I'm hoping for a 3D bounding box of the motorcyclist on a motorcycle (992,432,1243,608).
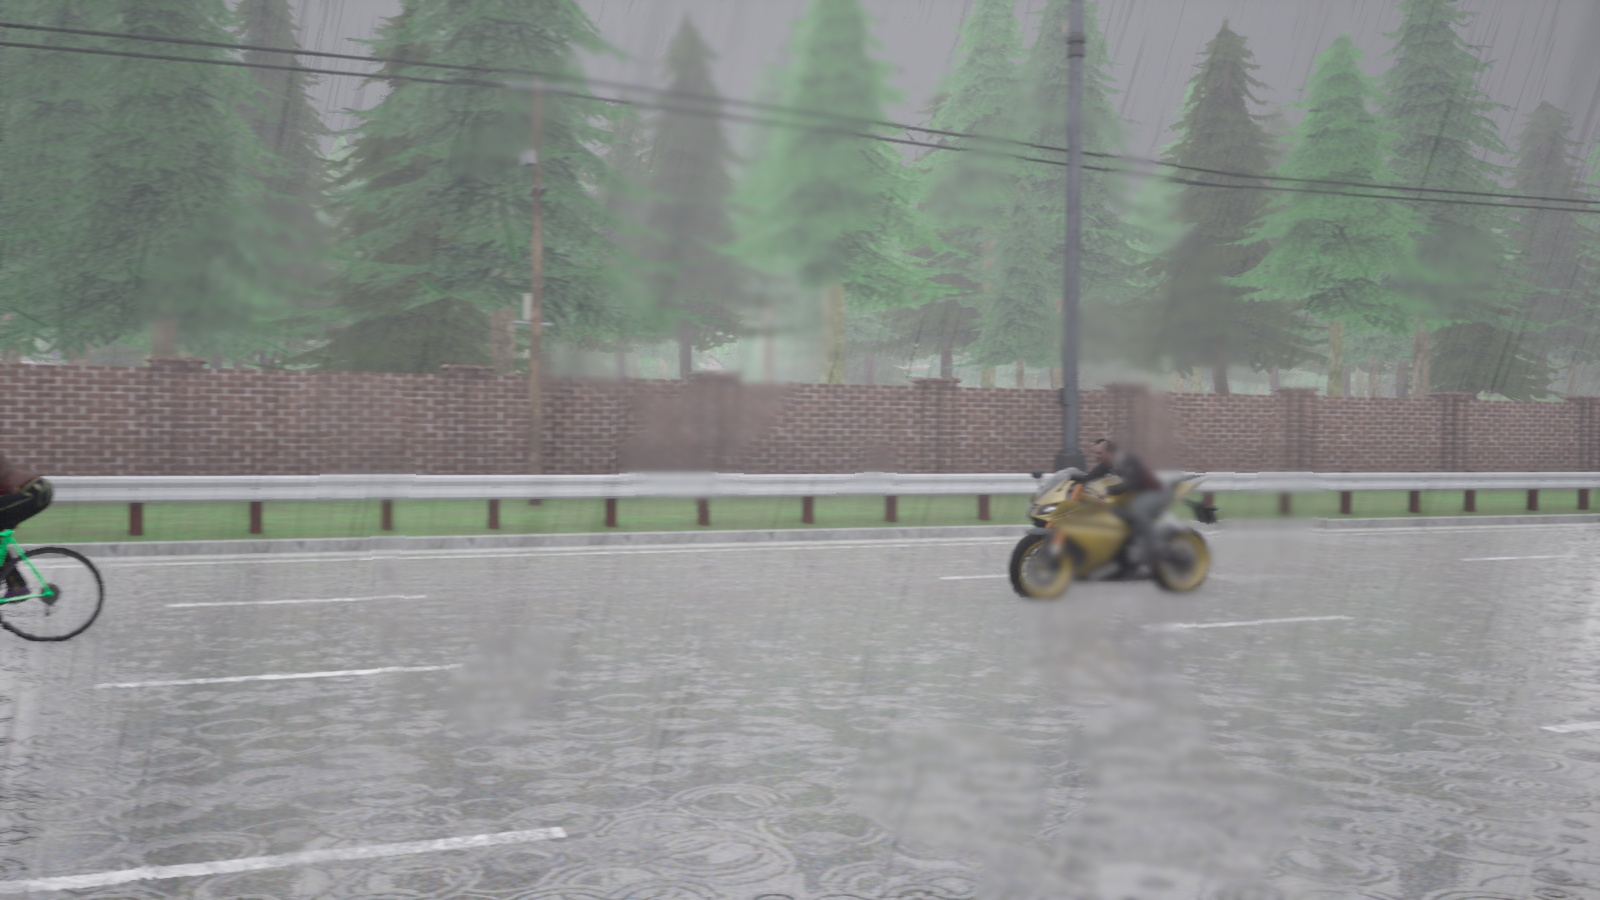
[{"bbox_3d":[3.003,0.607,11.867,2.191,1.530,0.866,-1,1,-21],"label":"motorcyclist on a motorcycle"}]

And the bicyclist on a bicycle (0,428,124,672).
[{"bbox_3d":[-5.621,0.672,8.592,1.656,1.620,0.582,-1,1,-21],"label":"bicyclist on a bicycle"}]
